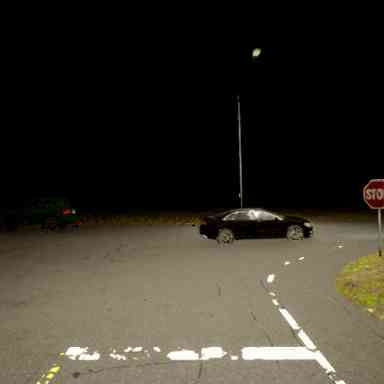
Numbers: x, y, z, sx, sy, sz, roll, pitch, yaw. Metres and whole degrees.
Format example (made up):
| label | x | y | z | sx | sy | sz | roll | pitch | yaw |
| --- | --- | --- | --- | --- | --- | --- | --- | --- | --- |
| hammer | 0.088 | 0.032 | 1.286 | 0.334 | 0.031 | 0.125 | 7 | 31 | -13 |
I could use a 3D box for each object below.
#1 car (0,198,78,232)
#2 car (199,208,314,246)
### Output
| label | x | y | z | sx | sy | sz | roll | pitch | yaw |
| --- | --- | --- | --- | --- | --- | --- | --- | --- | --- |
| car | -10.300 | 1.459 | 21.486 | 5.566 | 2.045 | 2.150 | -1 | -2 | 0 |
| car | 2.746 | 1.457 | 14.628 | 4.902 | 1.511 | 2.128 | -2 | 0 | -1 |
